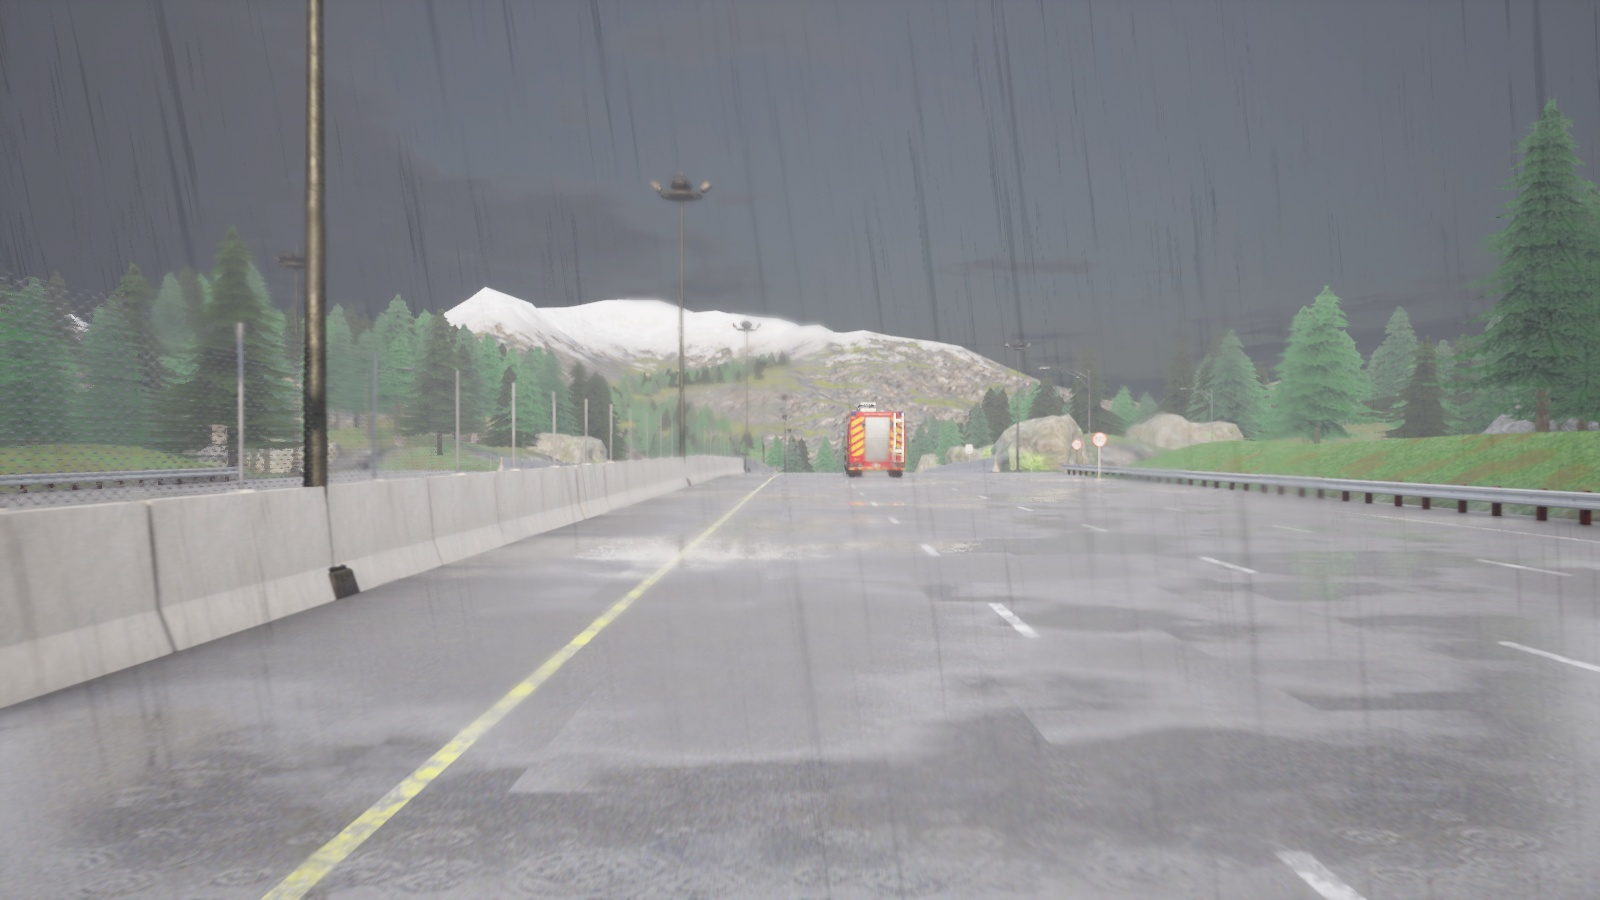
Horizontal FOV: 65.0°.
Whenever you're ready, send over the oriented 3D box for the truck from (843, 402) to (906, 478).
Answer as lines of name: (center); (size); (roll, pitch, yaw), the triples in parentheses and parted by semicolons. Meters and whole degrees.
truck: (3.901, -0.518, 67.438); (2.891, 3.827, 8.468); (0, 0, 0)
